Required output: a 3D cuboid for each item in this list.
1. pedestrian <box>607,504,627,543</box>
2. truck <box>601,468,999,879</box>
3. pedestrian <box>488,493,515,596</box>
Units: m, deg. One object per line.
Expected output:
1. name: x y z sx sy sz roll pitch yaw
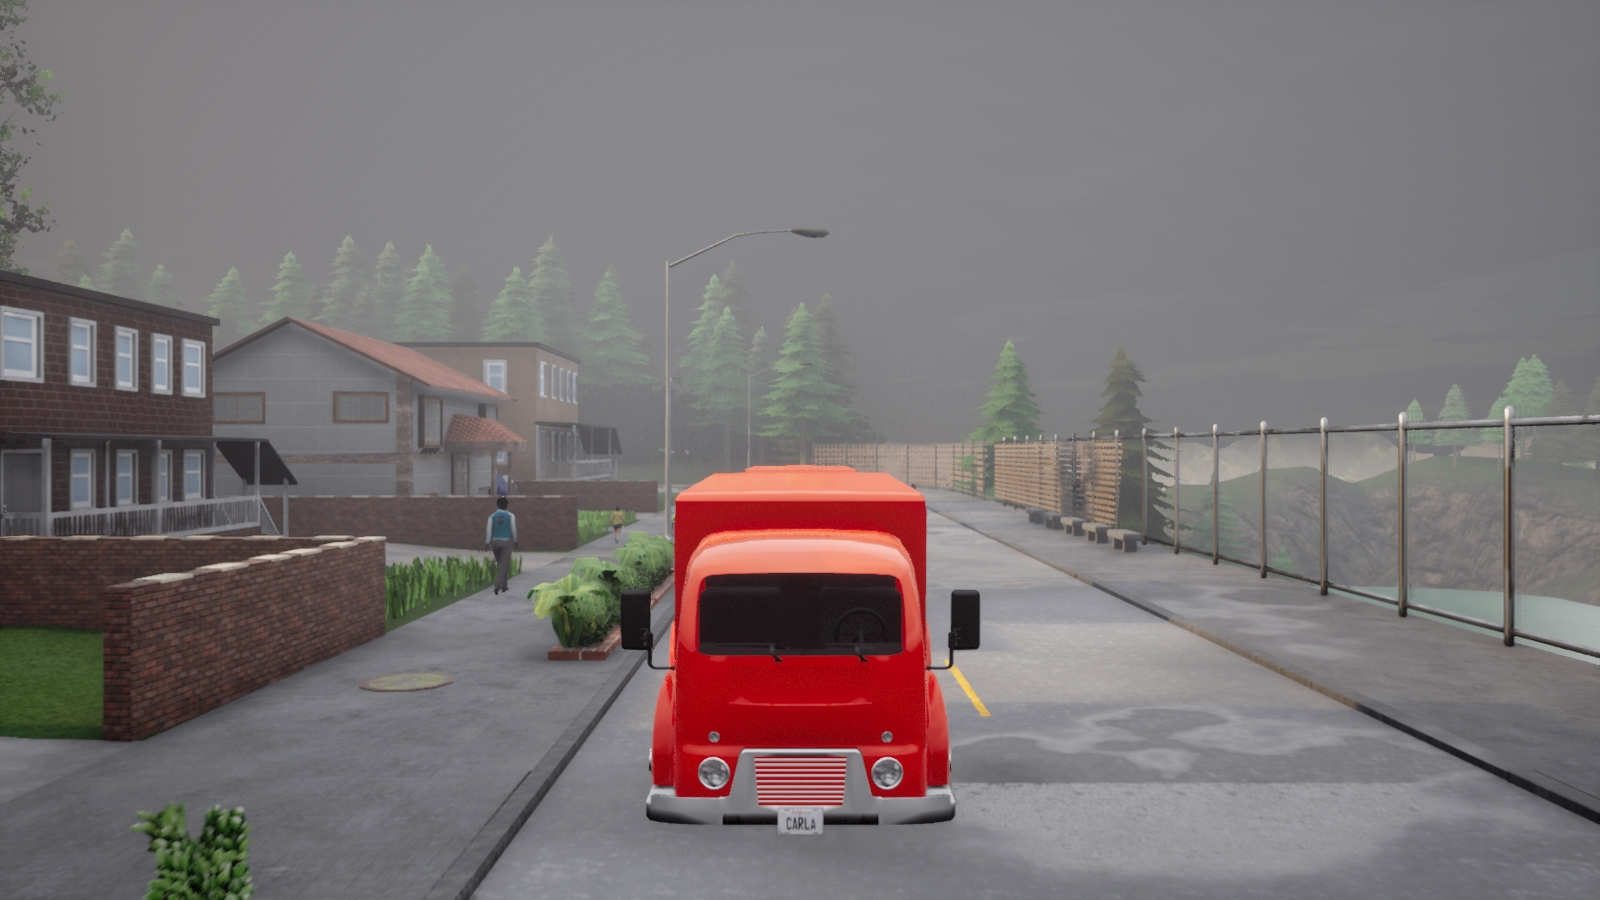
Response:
1. pedestrian: -5.287 2.109 33.042 0.500 1.100 0.500 0 0 0
2. truck: 0.001 1.531 10.181 2.627 2.467 5.204 0 2 0
3. pedestrian: -5.494 1.737 21.044 0.375 1.860 0.375 0 0 2
